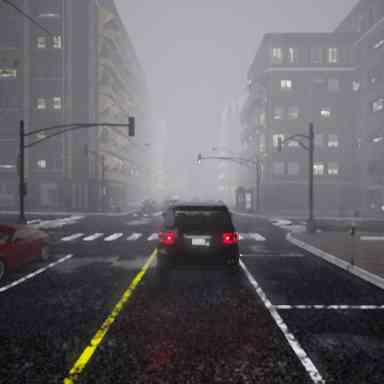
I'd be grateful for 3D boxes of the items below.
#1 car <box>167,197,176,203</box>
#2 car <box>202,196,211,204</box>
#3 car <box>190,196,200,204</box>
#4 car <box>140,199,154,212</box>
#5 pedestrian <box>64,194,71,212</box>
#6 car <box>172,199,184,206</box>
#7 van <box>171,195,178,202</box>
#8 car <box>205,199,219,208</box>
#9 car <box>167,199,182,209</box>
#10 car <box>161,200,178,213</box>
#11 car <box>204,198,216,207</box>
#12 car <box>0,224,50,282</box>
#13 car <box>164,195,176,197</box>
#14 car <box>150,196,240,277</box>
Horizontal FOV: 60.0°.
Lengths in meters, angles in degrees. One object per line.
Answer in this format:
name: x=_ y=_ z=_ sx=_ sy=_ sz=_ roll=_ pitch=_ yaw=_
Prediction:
car: x=-4.981 y=1.943 z=81.427 sx=1.752 sy=1.417 sz=4.829 roll=0 pitch=0 yaw=1
car: x=3.350 y=1.830 z=75.879 sx=1.967 sy=1.590 sz=4.097 roll=0 pitch=0 yaw=1
car: x=0.651 y=1.728 z=72.630 sx=2.097 sy=1.767 sz=4.553 roll=0 pitch=0 yaw=1
car: x=-5.330 y=1.655 z=42.129 sx=1.967 sy=1.590 sz=4.097 roll=0 pitch=0 yaw=1
pedestrian: x=-12.429 y=1.072 z=33.187 sx=0.375 sy=1.860 sz=0.375 roll=0 pitch=-1 yaw=0
car: x=-2.534 y=1.915 z=61.249 sx=1.895 sy=1.301 sz=4.718 roll=0 pitch=0 yaw=1
van: x=-4.880 y=1.817 z=92.875 sx=1.690 sy=1.788 sz=3.998 roll=0 pitch=0 yaw=1
car: x=3.150 y=1.824 z=53.325 sx=2.008 sy=1.369 sz=4.403 roll=0 pitch=0 yaw=1
car: x=-2.651 y=1.825 z=51.120 sx=1.994 sy=1.385 sz=4.181 roll=0 pitch=0 yaw=1
car: x=-2.746 y=1.736 z=41.154 sx=1.812 sy=1.442 sz=4.674 roll=0 pitch=0 yaw=1
car: x=3.200 y=1.847 z=58.963 sx=1.887 sy=1.381 sz=4.507 roll=0 pitch=0 yaw=1
car: x=-5.617 y=1.631 z=9.719 sx=1.802 sy=1.307 sz=4.206 roll=0 pitch=0 yaw=1
car: x=-5.081 y=1.676 z=70.321 sx=2.192 sy=1.841 sz=5.009 roll=0 pitch=0 yaw=1
car: x=0.179 y=1.279 z=10.608 sx=2.150 sy=2.045 sz=5.566 roll=0 pitch=0 yaw=1
